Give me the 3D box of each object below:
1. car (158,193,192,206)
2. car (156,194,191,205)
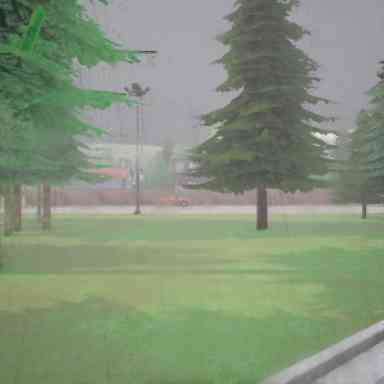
[{"bbox_3d":[-2.278,1.024,45.545,4.553,1.767,2.097,0,0,1],"label":"car"},{"bbox_3d":[-2.356,1.029,42.046,4.553,1.767,2.097,0,0,1],"label":"car"}]
